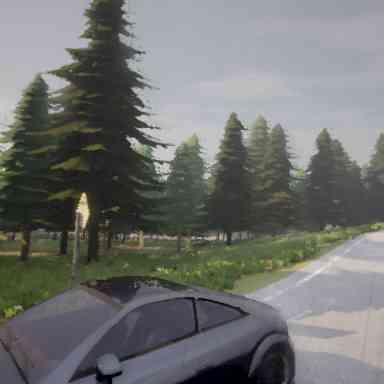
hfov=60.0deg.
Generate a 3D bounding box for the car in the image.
[{"bbox_3d":[-0.829,1.640,3.279,4.181,1.385,1.994,0,-1,-40],"label":"car"}]
